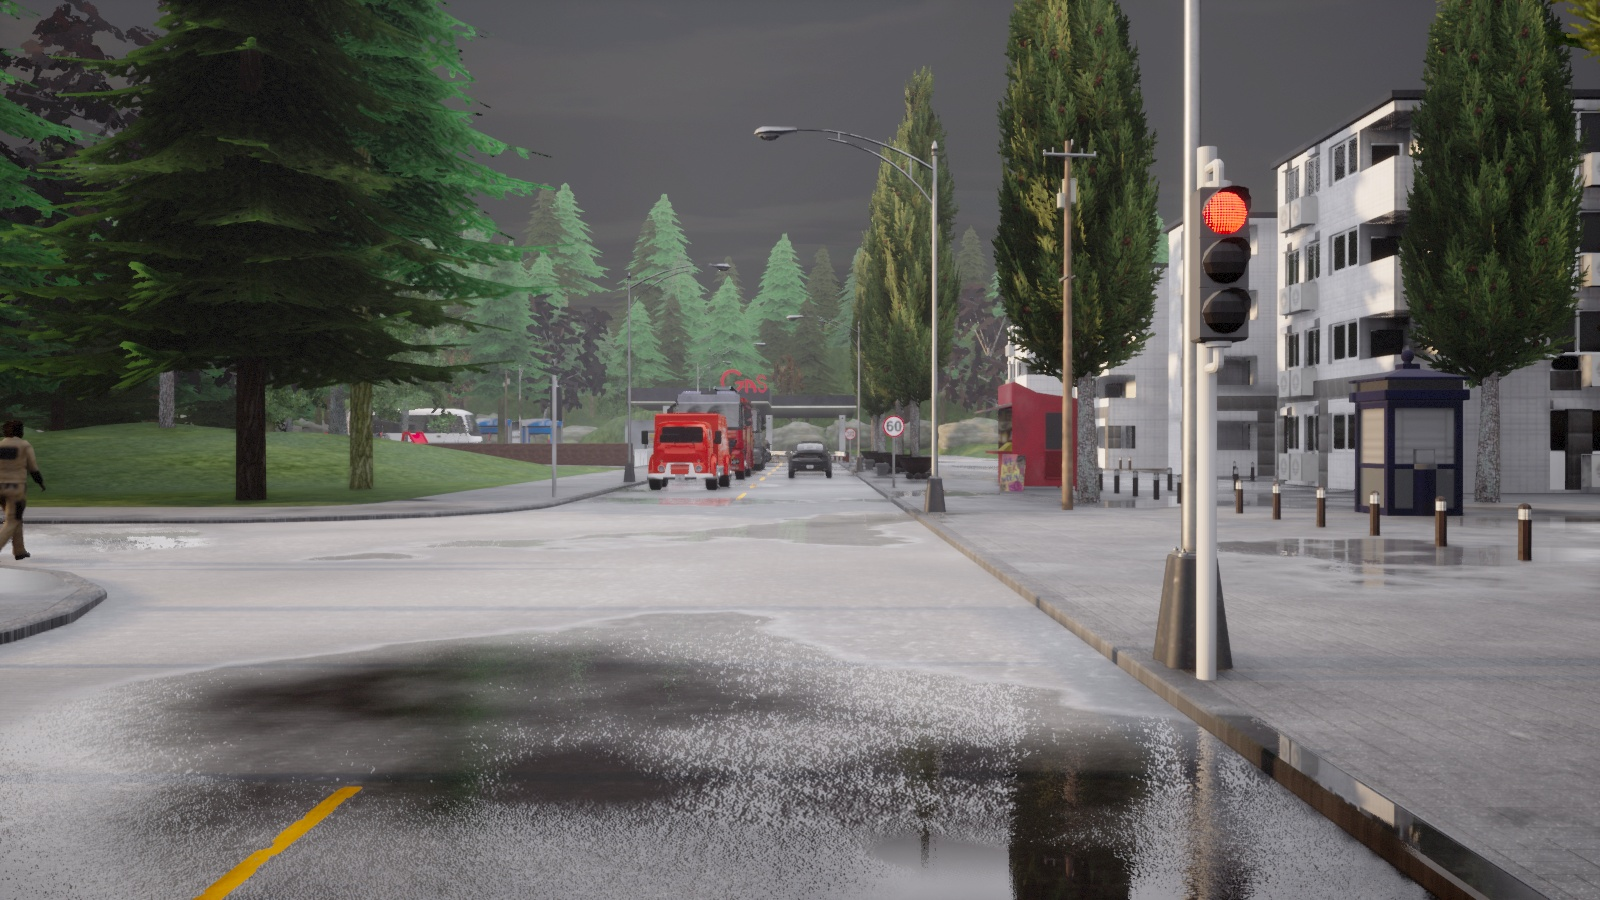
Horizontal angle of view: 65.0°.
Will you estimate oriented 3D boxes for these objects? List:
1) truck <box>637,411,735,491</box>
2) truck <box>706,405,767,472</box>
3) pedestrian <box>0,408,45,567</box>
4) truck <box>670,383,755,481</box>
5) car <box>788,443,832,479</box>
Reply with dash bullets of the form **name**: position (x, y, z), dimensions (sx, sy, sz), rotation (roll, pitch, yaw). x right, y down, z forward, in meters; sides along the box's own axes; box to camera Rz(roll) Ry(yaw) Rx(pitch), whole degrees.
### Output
- **truck**: position (-3.652, 0.022, 41.332), dimensions (2.627, 2.467, 5.204), rotation (0, 0, 1)
- **truck**: position (-3.428, -0.629, 69.212), dimensions (2.891, 3.462, 7.936), rotation (0, 0, 1)
- **pedestrian**: position (-9.793, 0.450, 15.605), dimensions (0.396, 1.930, 0.692), rotation (0, 0, 0)
- **truck**: position (-3.575, -0.721, 53.227), dimensions (2.891, 3.827, 8.468), rotation (0, 0, 1)
- **car**: position (0.444, 0.440, 55.160), dimensions (1.837, 1.490, 4.892), rotation (0, 0, 1)
